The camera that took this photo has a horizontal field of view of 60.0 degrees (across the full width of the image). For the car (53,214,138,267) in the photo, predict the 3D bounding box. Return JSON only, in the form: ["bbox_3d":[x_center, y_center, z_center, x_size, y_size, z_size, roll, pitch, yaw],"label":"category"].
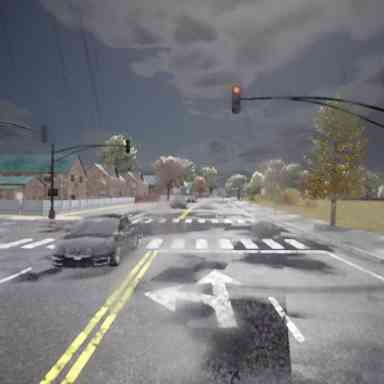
[{"bbox_3d":[-3.101,1.568,11.565,1.837,1.490,4.892,0,0,1],"label":"car"}]

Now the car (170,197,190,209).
[{"bbox_3d":[-1.816,1.446,46.066,2.097,1.767,4.553,0,0,3],"label":"car"}]

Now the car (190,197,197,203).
[{"bbox_3d":[0.016,1.727,72.122,2.033,1.411,5.357,0,0,5],"label":"car"}]
